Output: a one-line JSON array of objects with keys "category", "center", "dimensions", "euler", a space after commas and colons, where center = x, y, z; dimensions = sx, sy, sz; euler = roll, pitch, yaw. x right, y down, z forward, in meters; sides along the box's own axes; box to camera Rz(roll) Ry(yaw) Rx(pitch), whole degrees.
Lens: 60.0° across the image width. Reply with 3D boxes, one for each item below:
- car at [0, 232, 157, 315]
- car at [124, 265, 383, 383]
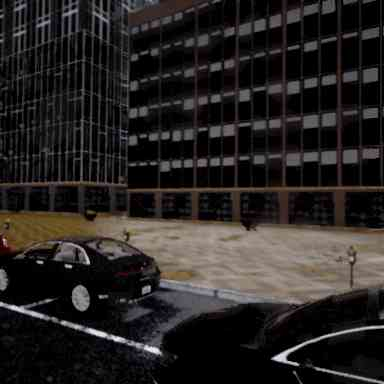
[{"category": "car", "center": [-2.785, 1.682, 7.661], "dimensions": [4.403, 1.369, 2.008], "euler": [0, -2, 30]}, {"category": "car", "center": [1.919, 1.611, 2.833], "dimensions": [4.892, 1.490, 1.837], "euler": [0, -1, 30]}]
